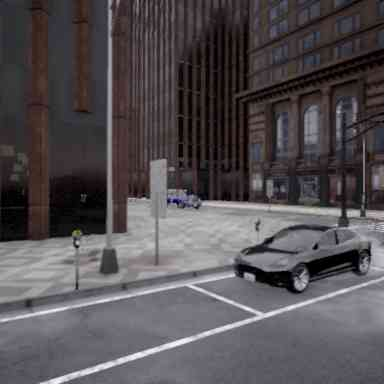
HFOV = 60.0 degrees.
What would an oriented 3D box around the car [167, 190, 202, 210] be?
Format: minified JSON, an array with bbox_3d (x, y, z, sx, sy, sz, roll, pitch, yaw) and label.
[{"bbox_3d":[-1.277,0.818,35.555,2.150,2.045,5.566,0,1,-36],"label":"car"}]

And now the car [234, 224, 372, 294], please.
[{"bbox_3d":[3.089,1.571,8.852,4.313,1.339,1.947,0,0,-36],"label":"car"}]
